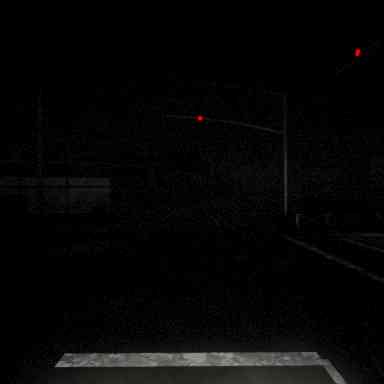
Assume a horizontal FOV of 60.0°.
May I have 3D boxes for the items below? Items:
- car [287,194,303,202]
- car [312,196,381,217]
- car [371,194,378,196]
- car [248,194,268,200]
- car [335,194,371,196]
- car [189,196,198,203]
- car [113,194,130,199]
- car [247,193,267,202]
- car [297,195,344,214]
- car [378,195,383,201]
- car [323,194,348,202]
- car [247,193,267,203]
[{"bbox_3d":[21.338,1.097,65.757,4.605,1.855,1.932,0,0,0],"label":"car"},{"bbox_3d":[13.084,1.340,28.298,4.514,1.523,2.007,0,0,0],"label":"car"},{"bbox_3d":[38.387,1.232,69.091,3.806,1.475,1.970,0,0,0],"label":"car"},{"bbox_3d":[18.146,1.334,91.646,4.902,1.511,2.128,0,0,0],"label":"car"},{"bbox_3d":[20.657,1.320,43.305,3.633,1.501,1.845,0,0,0],"label":"car"},{"bbox_3d":[0.282,1.547,69.721,2.033,1.411,5.357,0,0,0],"label":"car"},{"bbox_3d":[-19.389,1.333,91.627,4.674,1.442,1.812,0,0,0],"label":"car"},{"bbox_3d":[13.459,1.077,69.018,3.866,1.878,1.905,0,0,0],"label":"car"},{"bbox_3d":[13.021,1.330,31.435,5.027,1.636,2.152,0,0,0],"label":"car"},{"bbox_3d":[38.731,1.154,62.675,5.027,1.636,2.152,0,0,0],"label":"car"},{"bbox_3d":[31.326,1.298,72.731,4.514,1.523,2.007,0,0,0],"label":"car"},{"bbox_3d":[12.859,1.361,65.692,3.806,1.475,1.970,0,0,0],"label":"car"}]
